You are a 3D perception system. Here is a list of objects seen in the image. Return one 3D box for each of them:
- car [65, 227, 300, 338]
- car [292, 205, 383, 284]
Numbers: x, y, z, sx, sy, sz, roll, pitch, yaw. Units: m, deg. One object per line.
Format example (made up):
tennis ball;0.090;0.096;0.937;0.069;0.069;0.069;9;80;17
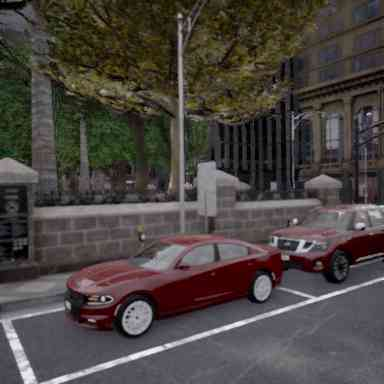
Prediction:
car;-0.125;1.545;6.572;4.507;1.381;1.887;0;-1;-35
car;4.371;1.315;9.782;5.009;1.841;2.192;0;-1;-35
